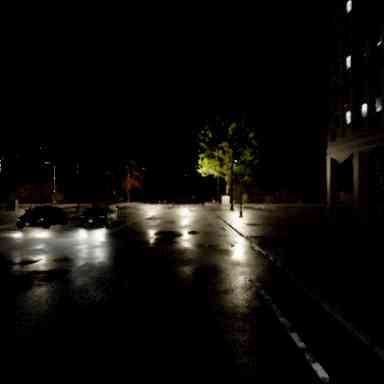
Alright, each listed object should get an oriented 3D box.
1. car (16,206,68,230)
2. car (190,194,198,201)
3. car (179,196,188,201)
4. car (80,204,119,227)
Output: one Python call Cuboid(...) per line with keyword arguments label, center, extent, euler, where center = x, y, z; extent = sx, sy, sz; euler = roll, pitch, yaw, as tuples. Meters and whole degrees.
Cuboid(label="car", center=(-9.827, 1.657, 22.180), extent=(1.812, 1.442, 4.674), euler=(0, 0, 0))
Cuboid(label="car", center=(0.561, 1.747, 94.364), extent=(2.097, 1.767, 4.553), euler=(0, 0, 1))
Cuboid(label="car", center=(-2.688, 1.931, 94.451), extent=(2.033, 1.411, 5.357), euler=(0, 0, 1))
Cuboid(label="car", center=(-6.573, 1.634, 24.046), extent=(2.128, 1.511, 4.902), euler=(0, 0, 0))
